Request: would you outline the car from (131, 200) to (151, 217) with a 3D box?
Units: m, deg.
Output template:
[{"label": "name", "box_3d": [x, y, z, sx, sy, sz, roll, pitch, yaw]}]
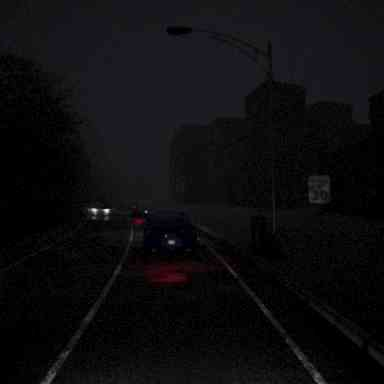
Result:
[{"label": "car", "box_3d": [-4.695, 1.531, 31.724, 1.812, 1.442, 4.674, 1, 0, -16]}]

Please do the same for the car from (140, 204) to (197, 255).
[{"label": "car", "box_3d": [-0.965, 1.485, 13.369, 1.882, 1.535, 5.008, 0, 0, -7]}]

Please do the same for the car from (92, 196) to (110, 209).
[{"label": "car", "box_3d": [-11.939, 1.351, 43.538, 1.837, 1.490, 4.892, 2, 0, -18]}]
